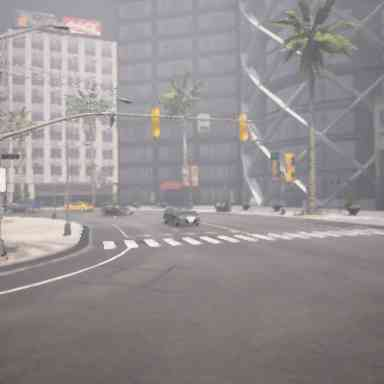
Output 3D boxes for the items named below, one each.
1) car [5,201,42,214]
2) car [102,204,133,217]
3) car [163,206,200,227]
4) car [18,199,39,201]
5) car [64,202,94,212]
[{"bbox_3d":[-24.423,2.406,47.824,4.902,1.511,2.128,-1,-1,15],"label":"car"},{"bbox_3d":[-8.778,2.110,38.778,4.674,1.442,1.812,-1,-1,43],"label":"car"},{"bbox_3d":[-0.884,1.830,26.158,2.128,1.511,4.902,0,-1,-20],"label":"car"},{"bbox_3d":[-28.119,2.235,55.759,5.566,2.045,2.150,-1,-1,9],"label":"car"},{"bbox_3d":[-18.051,2.342,52.938,5.008,1.535,1.882,-1,-1,21],"label":"car"}]
